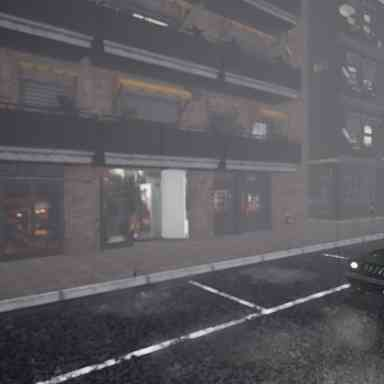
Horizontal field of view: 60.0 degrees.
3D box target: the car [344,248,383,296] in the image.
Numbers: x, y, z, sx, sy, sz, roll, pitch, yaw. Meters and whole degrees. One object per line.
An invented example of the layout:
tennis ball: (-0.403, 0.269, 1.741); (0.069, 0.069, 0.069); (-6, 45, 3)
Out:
car: (5.340, 1.490, 7.175); (4.718, 1.301, 1.895); (-1, 1, -35)
